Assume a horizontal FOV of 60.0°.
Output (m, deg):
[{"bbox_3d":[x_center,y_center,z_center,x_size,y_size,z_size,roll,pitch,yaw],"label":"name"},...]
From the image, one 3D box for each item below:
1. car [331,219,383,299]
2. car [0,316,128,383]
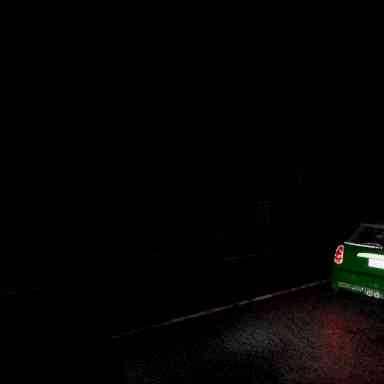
[{"bbox_3d":[5.177,1.352,7.425,4.553,1.767,2.097,0,0,-35],"label":"car"},{"bbox_3d":[-2.740,1.492,1.795,4.902,1.511,2.128,0,0,-36],"label":"car"}]
